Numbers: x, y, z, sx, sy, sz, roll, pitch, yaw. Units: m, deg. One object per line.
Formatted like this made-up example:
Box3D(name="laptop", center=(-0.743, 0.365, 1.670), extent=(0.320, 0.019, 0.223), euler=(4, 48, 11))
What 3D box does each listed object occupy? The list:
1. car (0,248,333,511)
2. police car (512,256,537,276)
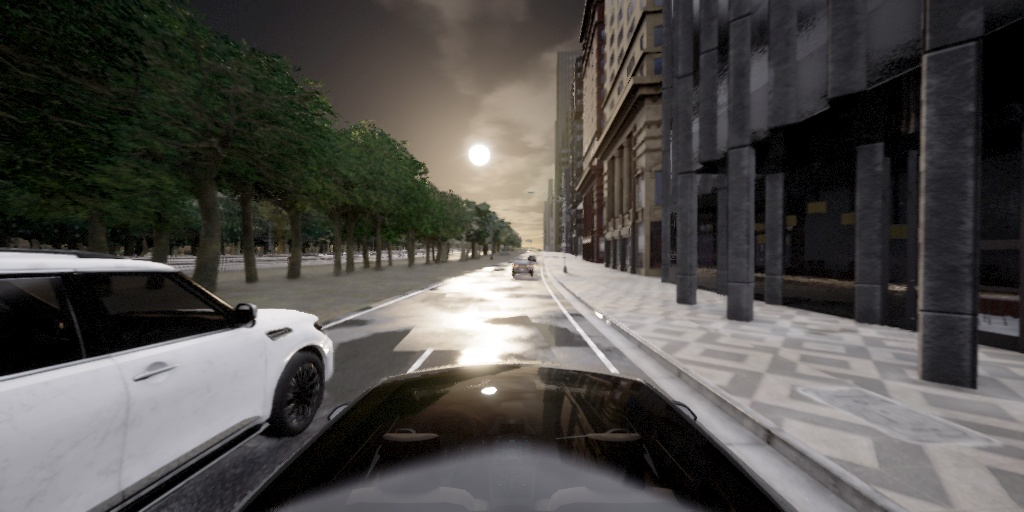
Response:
Box3D(name="car", center=(-3.381, 0.966, 2.261), extent=(2.150, 2.045, 5.566), euler=(0, 0, 0))
Box3D(name="police car", center=(1.085, 1.050, 33.874), extent=(2.038, 1.542, 4.974), euler=(0, 1, 4))
